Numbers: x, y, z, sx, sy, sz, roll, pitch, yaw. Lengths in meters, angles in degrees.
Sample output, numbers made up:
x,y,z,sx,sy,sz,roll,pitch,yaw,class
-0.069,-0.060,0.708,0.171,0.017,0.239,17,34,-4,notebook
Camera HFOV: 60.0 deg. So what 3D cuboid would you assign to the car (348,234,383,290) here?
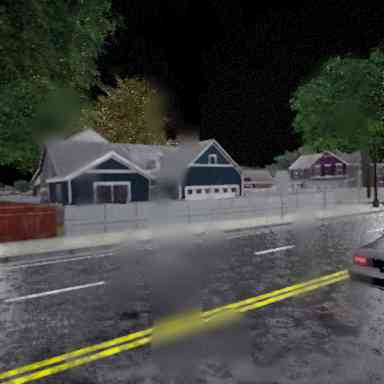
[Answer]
x,y,z,sx,sy,sz,roll,pitch,yaw,class
5.652,1.328,7.501,5.357,1.411,2.033,-2,1,-36,car
